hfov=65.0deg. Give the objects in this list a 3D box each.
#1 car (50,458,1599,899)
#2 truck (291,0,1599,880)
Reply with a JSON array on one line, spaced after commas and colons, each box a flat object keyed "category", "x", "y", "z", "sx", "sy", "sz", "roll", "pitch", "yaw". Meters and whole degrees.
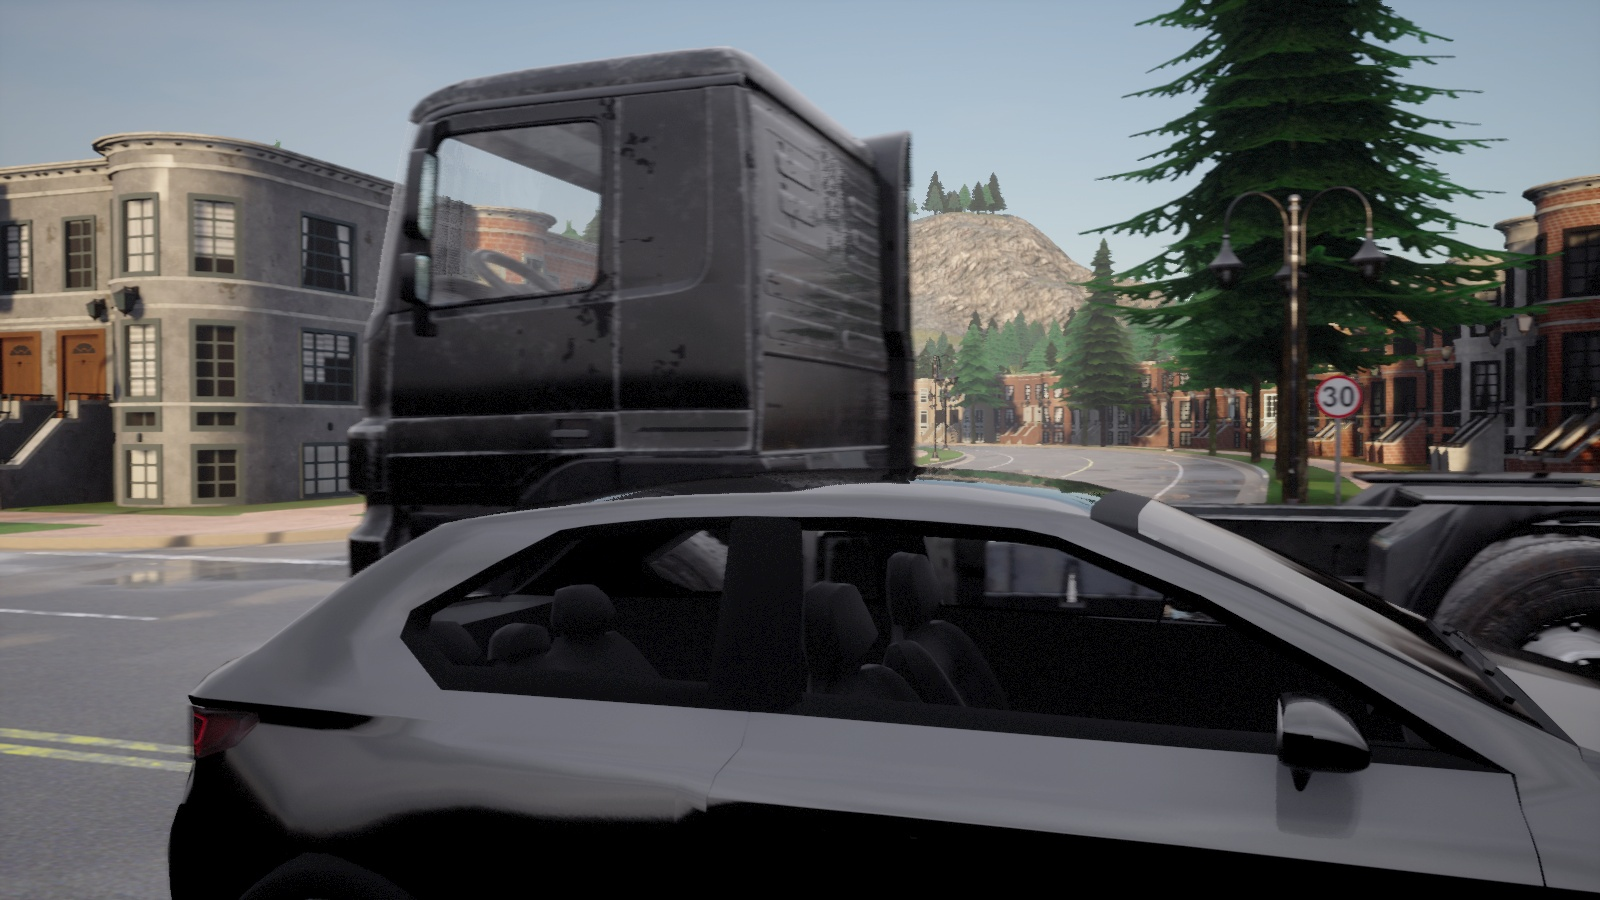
[{"category": "car", "x": 0.612, "y": 0.795, "z": 2.987, "sx": 4.193, "sy": 1.474, "sz": 1.816, "roll": 1, "pitch": 1, "yaw": 19}, {"category": "truck", "x": 1.716, "y": -0.250, "z": 6.294, "sx": 7.936, "sy": 3.462, "sz": 2.891, "roll": 1, "pitch": 1, "yaw": 19}]
